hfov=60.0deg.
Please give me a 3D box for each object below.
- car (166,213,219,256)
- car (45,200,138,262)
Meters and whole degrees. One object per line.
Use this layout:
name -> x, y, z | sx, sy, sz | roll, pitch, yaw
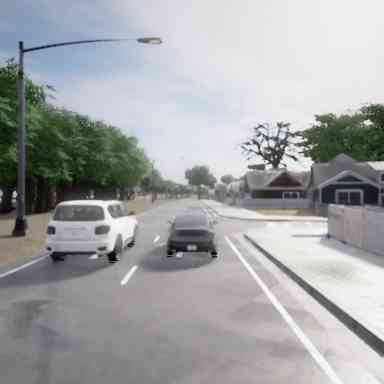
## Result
car -> 0.012, 1.596, 13.479 | 1.837, 1.490, 4.892 | 0, 0, 0
car -> -3.496, 1.310, 12.596 | 2.150, 2.045, 5.566 | 0, 0, 0
